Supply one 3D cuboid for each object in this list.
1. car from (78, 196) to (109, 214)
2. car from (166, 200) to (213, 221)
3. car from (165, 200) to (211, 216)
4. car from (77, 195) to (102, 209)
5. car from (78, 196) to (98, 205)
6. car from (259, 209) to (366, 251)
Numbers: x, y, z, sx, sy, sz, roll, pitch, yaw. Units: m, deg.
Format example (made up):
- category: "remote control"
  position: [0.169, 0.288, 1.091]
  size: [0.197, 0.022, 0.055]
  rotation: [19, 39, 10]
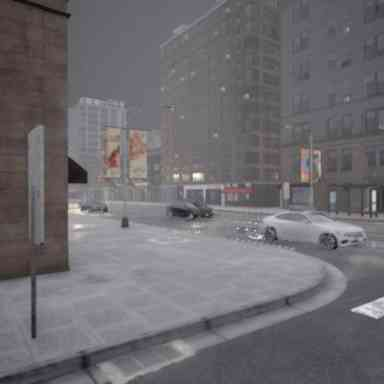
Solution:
- category: "car"
  position: [-10.705, 1.536, 36.360]
  size: [1.837, 1.490, 4.892]
  rotation: [0, 0, -35]
- category: "car"
  position: [-0.286, 1.469, 27.335]
  size: [1.882, 1.535, 5.008]
  rotation: [0, 0, -35]
- category: "car"
  position: [-0.514, 1.535, 33.593]
  size: [2.033, 1.411, 5.357]
  rotation: [0, 0, -36]
- category: "car"
  position: [-14.776, 1.398, 47.783]
  size: [2.097, 1.767, 4.553]
  rotation: [0, 0, -35]
- category: "car"
  position: [-18.397, 1.540, 58.654]
  size: [1.882, 1.535, 5.008]
  rotation: [0, -1, -35]
- category: "car"
  position: [4.972, 1.506, 14.370]
  size: [1.812, 1.442, 4.674]
  rotation: [0, 0, -35]
